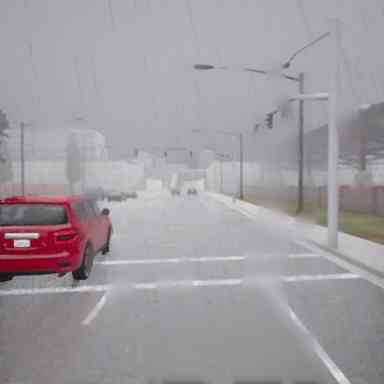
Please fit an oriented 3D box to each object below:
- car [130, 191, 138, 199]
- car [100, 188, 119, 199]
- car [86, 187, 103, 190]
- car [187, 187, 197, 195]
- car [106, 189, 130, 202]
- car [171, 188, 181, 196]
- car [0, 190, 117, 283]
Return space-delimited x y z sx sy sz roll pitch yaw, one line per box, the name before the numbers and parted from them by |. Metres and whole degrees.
car | -10.535 0.468 56.709 1.994 1.385 4.181 0 1 0
car | -14.029 0.262 56.624 2.097 1.767 4.553 0 1 0
car | -14.023 0.335 47.170 2.150 2.045 5.566 0 1 0
car | 0.000 -0.199 72.325 2.097 1.767 4.553 0 1 0
car | -10.532 0.592 46.956 1.882 1.535 5.008 0 1 0
car | -3.500 -0.027 72.358 2.128 1.511 4.902 0 1 0
car | -3.713 1.091 9.478 2.150 2.045 5.566 0 1 -5
